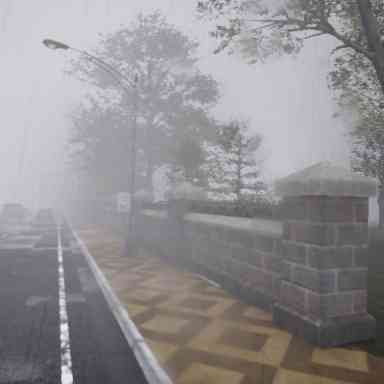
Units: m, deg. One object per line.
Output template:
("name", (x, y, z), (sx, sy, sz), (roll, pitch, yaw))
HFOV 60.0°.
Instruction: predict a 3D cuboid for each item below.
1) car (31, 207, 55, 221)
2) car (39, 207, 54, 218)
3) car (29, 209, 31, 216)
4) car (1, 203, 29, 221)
("car", (-17.883, 2.779, 40.272), (2.033, 1.411, 5.357), (2, -2, -22))
("car", (-21.986, 3.053, 50.417), (1.837, 1.490, 4.892), (2, -3, -22))
("car", (-25.422, 3.013, 50.230), (2.033, 1.411, 5.357), (2, -2, -22))
("car", (-20.800, 2.336, 38.892), (2.150, 2.045, 5.566), (2, -2, -22))
